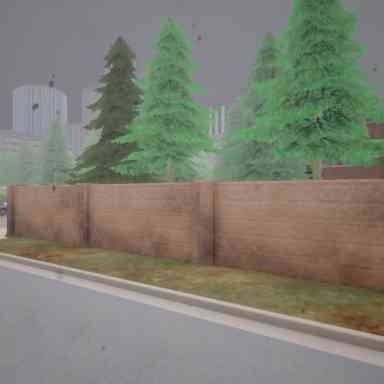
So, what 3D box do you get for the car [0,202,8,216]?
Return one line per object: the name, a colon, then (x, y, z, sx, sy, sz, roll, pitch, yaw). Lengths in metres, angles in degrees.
car: (-17.472, 1.526, 33.034, 1.812, 1.442, 4.674, 0, 0, 35)
